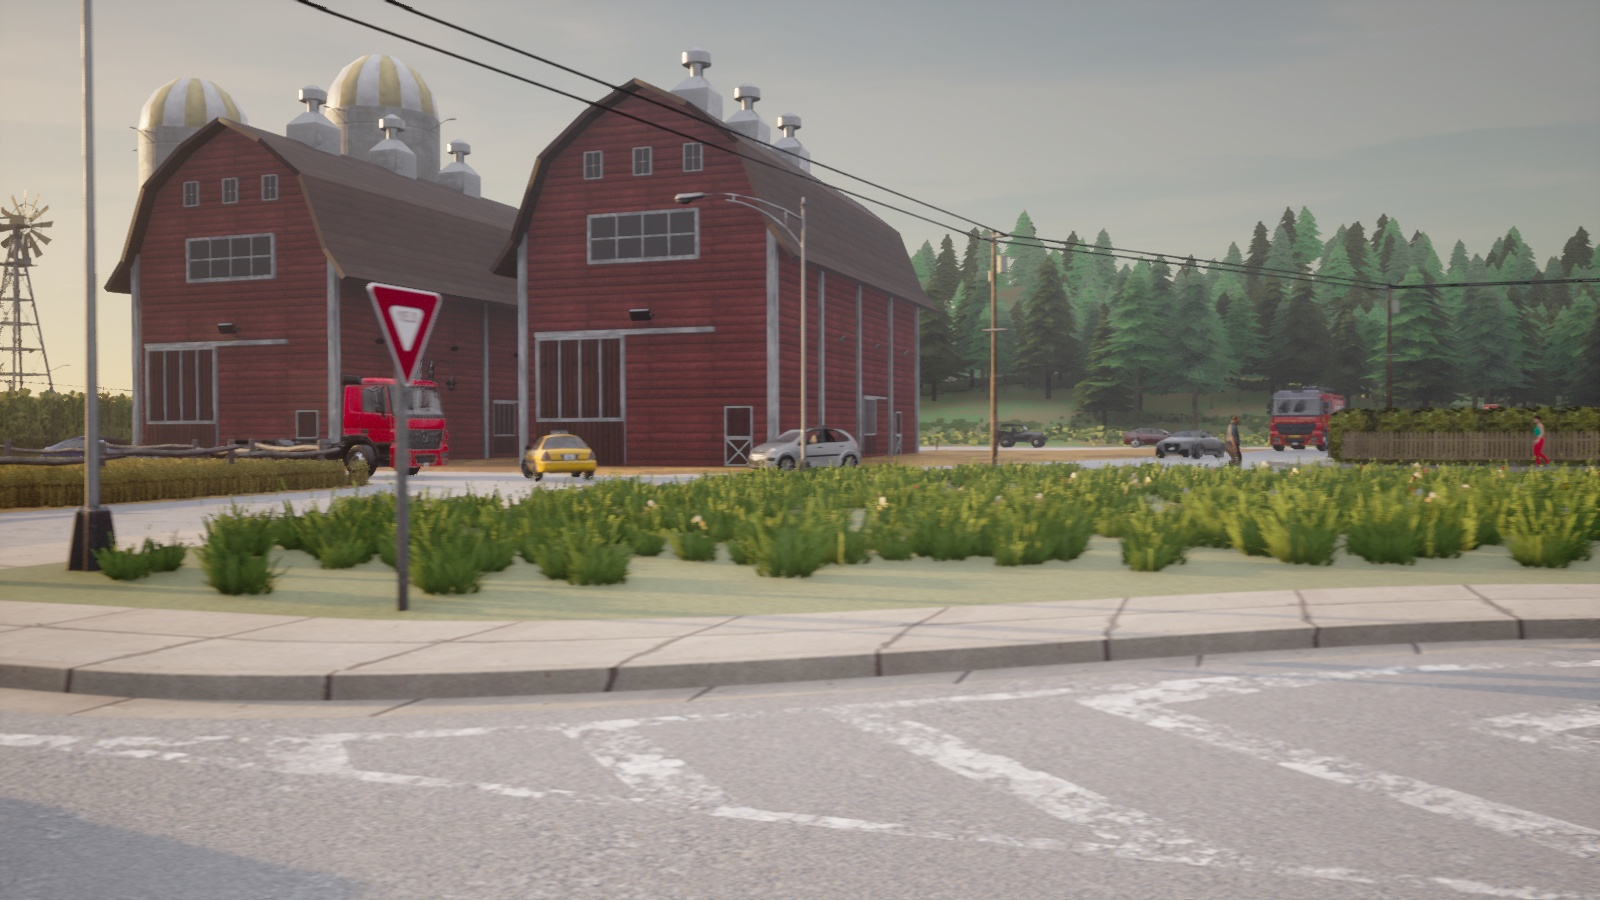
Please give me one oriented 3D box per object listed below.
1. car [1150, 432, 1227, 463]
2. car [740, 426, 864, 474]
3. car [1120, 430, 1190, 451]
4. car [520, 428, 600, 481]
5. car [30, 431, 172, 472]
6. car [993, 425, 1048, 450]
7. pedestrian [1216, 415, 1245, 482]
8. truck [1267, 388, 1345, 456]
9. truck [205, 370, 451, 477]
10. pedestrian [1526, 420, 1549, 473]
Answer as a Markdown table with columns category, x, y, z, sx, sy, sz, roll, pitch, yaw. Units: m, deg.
| category | x | y | z | sx | sy | sz | roll | pitch | yaw |
| --- | --- | --- | --- | --- | --- | --- | --- | --- | --- |
| car | 18.631 | -0.139 | 60.161 | 1.994 | 1.385 | 4.181 | 1 | 1 | 42 |
| car | 0.093 | -0.027 | 43.994 | 3.988 | 1.617 | 1.851 | -1 | 1 | -35 |
| car | 26.189 | -0.698 | 92.554 | 4.792 | 1.488 | 2.163 | 1 | 1 | 20 |
| car | -7.725 | 0.084 | 40.044 | 1.801 | 1.575 | 5.366 | -1 | 1 | -19 |
| car | -25.763 | 0.014 | 46.296 | 4.674 | 1.442 | 1.812 | 0 | 1 | 16 |
| car | 16.870 | -0.990 | 95.889 | 3.866 | 1.878 | 1.905 | 1 | 1 | 20 |
| pedestrian | 12.122 | -0.047 | 35.376 | 0.694 | 1.848 | 0.540 | 0 | 1 | 13 |
| truck | 30.477 | -1.642 | 75.431 | 2.891 | 3.827 | 8.468 | 1 | 1 | 32 |
| truck | -16.283 | -0.911 | 43.345 | 7.936 | 3.462 | 2.891 | 1 | 1 | 20 |
| pedestrian | 25.776 | -0.124 | 43.880 | 0.594 | 1.836 | 0.345 | 0 | 1 | 16 |
